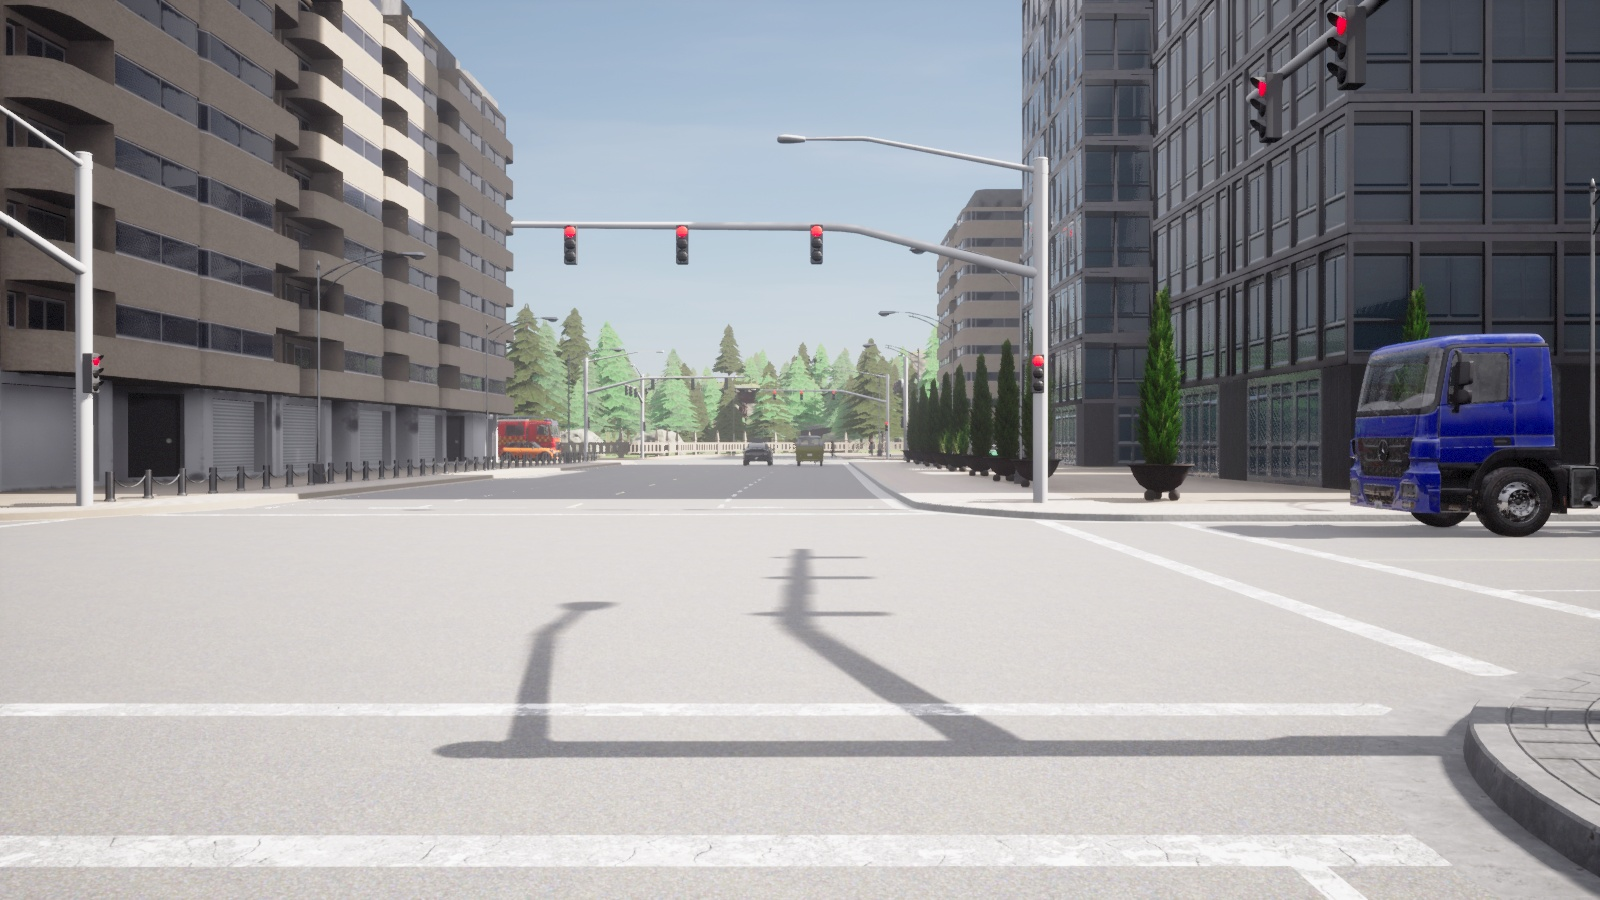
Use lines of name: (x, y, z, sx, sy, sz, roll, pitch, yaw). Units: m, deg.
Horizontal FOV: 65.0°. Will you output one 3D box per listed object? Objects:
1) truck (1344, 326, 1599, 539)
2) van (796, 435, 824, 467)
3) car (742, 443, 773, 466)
truck: (14.035, -0.292, 21.786, 7.936, 3.462, 2.891, 0, 0, 1)
van: (0.655, 0.041, 81.252, 1.775, 1.987, 4.442, 0, 0, 1)
car: (-2.794, 0.274, 84.086, 1.837, 1.490, 4.892, 0, 0, 1)
